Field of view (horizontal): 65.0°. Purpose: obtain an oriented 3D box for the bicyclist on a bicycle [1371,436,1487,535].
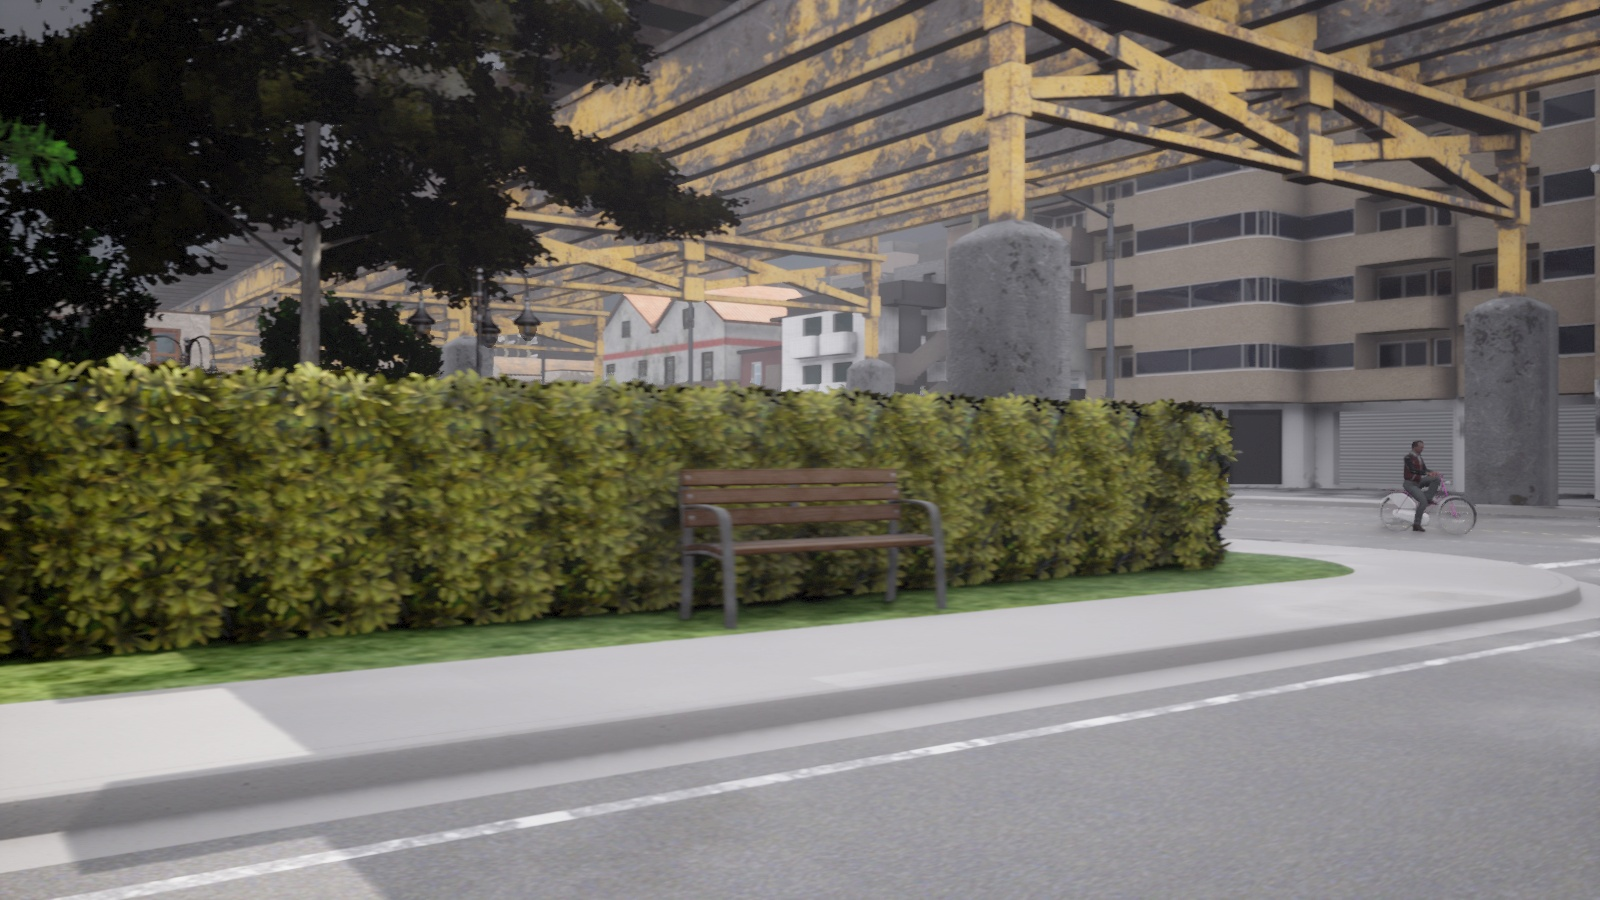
[{"bbox_3d":[11.739,0.648,23.477,0.659,1.776,1.843,0,0,-35],"label":"bicyclist on a bicycle"}]
